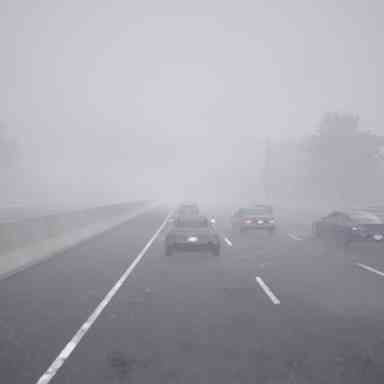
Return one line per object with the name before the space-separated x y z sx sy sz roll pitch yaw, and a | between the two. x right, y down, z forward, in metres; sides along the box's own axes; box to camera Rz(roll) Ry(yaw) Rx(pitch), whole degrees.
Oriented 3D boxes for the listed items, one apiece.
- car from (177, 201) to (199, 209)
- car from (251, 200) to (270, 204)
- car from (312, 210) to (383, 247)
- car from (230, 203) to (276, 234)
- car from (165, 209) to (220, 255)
car | -0.341 1.575 30.756 2.128 1.511 4.902 0 0 -1
car | 6.607 1.570 32.727 1.882 1.535 5.008 0 0 -2
car | 6.981 1.534 14.851 1.812 1.442 4.674 0 0 -1
car | 3.414 1.570 19.356 2.033 1.411 5.357 0 0 -1
car | -0.002 1.571 13.271 1.994 1.385 4.181 0 0 -1
